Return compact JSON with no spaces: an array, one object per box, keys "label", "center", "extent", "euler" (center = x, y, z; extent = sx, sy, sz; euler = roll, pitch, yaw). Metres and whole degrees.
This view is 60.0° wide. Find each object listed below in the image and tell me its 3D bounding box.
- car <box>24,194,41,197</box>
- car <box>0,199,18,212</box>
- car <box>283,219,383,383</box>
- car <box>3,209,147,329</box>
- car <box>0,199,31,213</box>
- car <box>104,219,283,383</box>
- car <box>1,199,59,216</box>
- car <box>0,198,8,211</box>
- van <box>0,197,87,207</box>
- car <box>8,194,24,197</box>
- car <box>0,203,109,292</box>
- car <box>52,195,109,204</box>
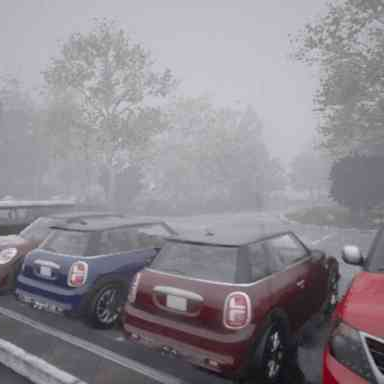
[{"label":"car","center":[-12.122,1.270,31.155],"extent":[2.435,2.045,5.566],"euler":[0,0,35]},{"label":"car","center":[-23.469,1.600,39.222],"extent":[2.163,1.488,4.792],"euler":[0,0,35]},{"label":"car","center":[3.328,1.225,4.122],"extent":[2.435,2.045,5.566],"euler":[0,0,35]},{"label":"car","center":[-1.243,1.359,7.368],"extent":[2.185,1.767,4.553],"euler":[0,0,35]},{"label":"car","center":[-21.165,1.586,37.656],"extent":[2.163,1.488,4.792],"euler":[0,0,35]},{"label":"car","center":[1.042,1.355,5.743],"extent":[2.185,1.767,4.553],"euler":[0,0,35]},{"label":"car","center":[-16.646,1.536,34.400],"extent":[2.097,1.535,5.008],"euler":[0,0,35]},{"label":"car","center":[-25.725,1.583,40.855],"extent":[2.097,1.535,5.008],"euler":[0,0,35]},{"label":"van","center":[-5.861,1.268,10.547],"extent":[1.878,1.987,4.442],"euler":[0,0,35]},{"label":"car","center":[-18.931,1.294,35.997],"extent":[2.435,2.045,5.566],"euler":[0,0,35]},{"label":"car","center":[-3.491,1.364,9.043],"extent":[2.185,1.767,4.553],"euler":[0,0,35]},{"label":"car","center":[-9.952,1.266,29.613],"extent":[2.435,2.045,5.566],"euler":[0,0,35]}]
